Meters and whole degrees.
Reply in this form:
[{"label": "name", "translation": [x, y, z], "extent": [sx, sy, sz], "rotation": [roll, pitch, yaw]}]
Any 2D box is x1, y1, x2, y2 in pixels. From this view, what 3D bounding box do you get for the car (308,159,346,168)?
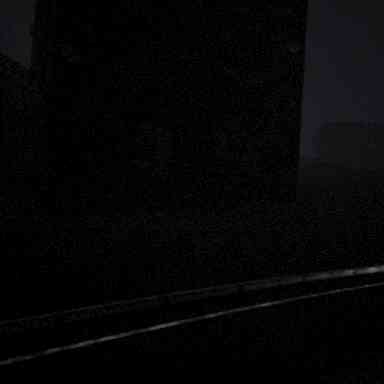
[{"label": "car", "translation": [16.681, -3.293, 41.250], "extent": [4.553, 1.767, 2.185], "rotation": [3, -2, 12]}]
